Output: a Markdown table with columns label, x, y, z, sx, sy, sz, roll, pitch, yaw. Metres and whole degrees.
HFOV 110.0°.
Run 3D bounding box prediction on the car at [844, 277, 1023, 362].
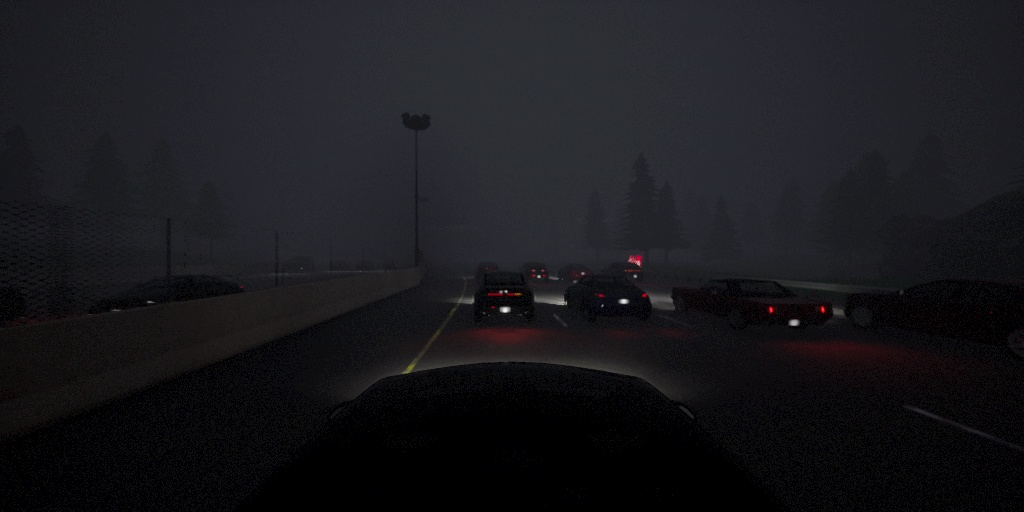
| label | x | y | z | sx | sy | sz | roll | pitch | yaw |
| --- | --- | --- | --- | --- | --- | --- | --- | --- | --- |
| car | 10.377 | 1.207 | 8.060 | 1.882 | 1.535 | 5.008 | 0 | 0 | -2 |

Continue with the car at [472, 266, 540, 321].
| label | x | y | z | sx | sy | sz | roll | pitch | yaw |
| --- | --- | --- | --- | --- | --- | --- | --- | --- | --- |
| car | -0.326 | 1.252 | 12.477 | 1.837 | 1.490 | 4.892 | 0 | 0 | -3 |

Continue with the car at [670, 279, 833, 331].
| label | x | y | z | sx | sy | sz | roll | pitch | yaw |
| --- | --- | --- | --- | --- | --- | --- | --- | --- | --- |
| car | 6.782 | 1.335 | 10.959 | 1.895 | 1.301 | 4.718 | 0 | 0 | -3 |

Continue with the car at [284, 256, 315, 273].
| label | x | y | z | sx | sy | sz | roll | pitch | yaw |
| --- | --- | --- | --- | --- | --- | --- | --- | --- | --- |
| car | -26.648 | 1.000 | 45.237 | 2.150 | 2.045 | 5.566 | 0 | 0 | -13 |

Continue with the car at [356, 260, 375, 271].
| label | x | y | z | sx | sy | sz | roll | pitch | yaw |
| --- | --- | --- | --- | --- | --- | --- | --- | --- | --- |
| car | -20.541 | 1.316 | 50.382 | 2.033 | 1.411 | 5.357 | 0 | 0 | -13 |

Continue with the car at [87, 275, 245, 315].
| label | x | y | z | sx | sy | sz | roll | pitch | yaw |
| --- | --- | --- | --- | --- | --- | --- | --- | --- | --- |
| car | -11.013 | 1.330 | 11.875 | 1.994 | 1.385 | 4.181 | 0 | 0 | -3 |

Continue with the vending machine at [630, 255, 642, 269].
| label | x | y | z | sx | sy | sz | roll | pitch | yaw |
| --- | --- | --- | --- | --- | --- | --- | --- | --- | --- |
| vending machine | 12.566 | 0.910 | 36.378 | 1.100 | 2.100 | 0.880 | 0 | 0 | -9 |

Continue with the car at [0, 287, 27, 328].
| label | x | y | z | sx | sy | sz | roll | pitch | yaw |
| --- | --- | --- | --- | --- | --- | --- | --- | --- | --- |
| car | -14.307 | 1.266 | 7.770 | 2.128 | 1.511 | 4.902 | 0 | 0 | -2 |

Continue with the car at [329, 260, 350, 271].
| label | x | y | z | sx | sy | sz | roll | pitch | yaw |
| --- | --- | --- | --- | --- | --- | --- | --- | --- | --- |
| car | -24.230 | 1.322 | 50.677 | 2.033 | 1.411 | 5.357 | 0 | 0 | -14 |

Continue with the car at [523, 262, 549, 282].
| label | x | y | z | sx | sy | sz | roll | pitch | yaw |
| --- | --- | --- | --- | --- | --- | --- | --- | --- | --- |
| car | 1.635 | 1.242 | 28.423 | 1.837 | 1.490 | 4.892 | 0 | 0 | -8 |

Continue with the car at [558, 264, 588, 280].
| label | x | y | z | sx | sy | sz | roll | pitch | yaw |
| --- | --- | --- | --- | --- | --- | --- | --- | --- | --- |
| car | 5.076 | 1.295 | 29.044 | 1.994 | 1.385 | 4.181 | 0 | 0 | -8 |

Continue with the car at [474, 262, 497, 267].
| label | x | y | z | sx | sy | sz | roll | pitch | yaw |
| --- | --- | --- | --- | --- | --- | --- | --- | --- | --- |
| car | -2.086 | 1.221 | 29.822 | 1.882 | 1.535 | 5.008 | 0 | 0 | -8 |

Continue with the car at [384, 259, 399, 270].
| label | x | y | z | sx | sy | sz | roll | pitch | yaw |
| --- | --- | --- | --- | --- | --- | --- | --- | --- | --- |
| car | -17.702 | 1.242 | 52.924 | 1.882 | 1.535 | 5.008 | 0 | 0 | -14 |

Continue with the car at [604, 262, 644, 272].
| label | x | y | z | sx | sy | sz | roll | pitch | yaw |
| --- | --- | --- | --- | --- | --- | --- | --- | --- | --- |
| car | 8.682 | 1.230 | 28.562 | 1.837 | 1.490 | 4.892 | 0 | 0 | -7 |

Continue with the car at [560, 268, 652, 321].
| label | x | y | z | sx | sy | sz | roll | pitch | yaw |
| --- | --- | --- | --- | --- | --- | --- | --- | --- | --- |
| car | 3.171 | 1.304 | 12.520 | 1.994 | 1.385 | 4.181 | 0 | 0 | -3 |
